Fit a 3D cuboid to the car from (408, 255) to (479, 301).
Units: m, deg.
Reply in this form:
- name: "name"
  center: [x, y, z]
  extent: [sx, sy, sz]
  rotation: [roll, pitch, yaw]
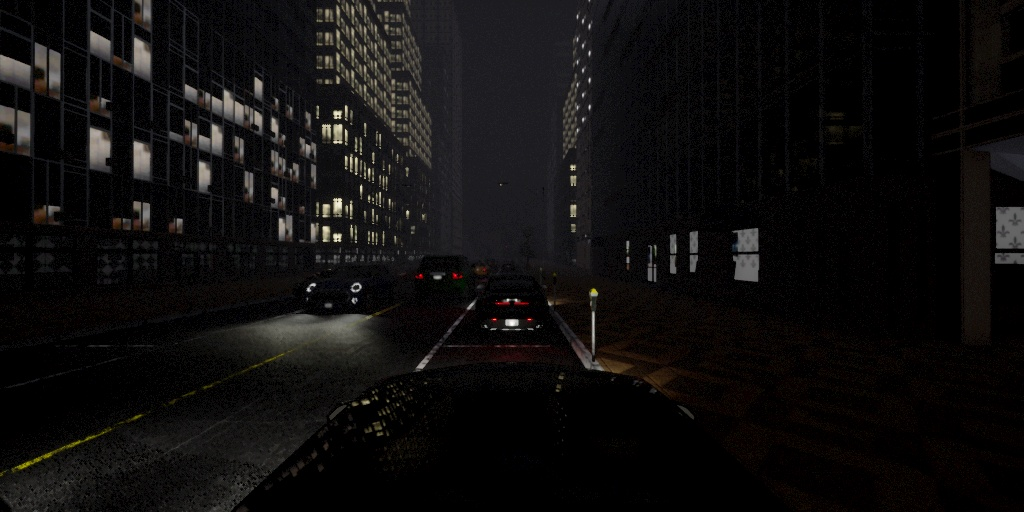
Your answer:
- name: "car"
  center: [-3.045, 0.969, 17.337]
  extent: [2.150, 2.045, 5.566]
  rotation: [0, 0, 0]

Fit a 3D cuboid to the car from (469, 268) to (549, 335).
- name: "car"
  center: [0.000, 1.253, 10.499]
  extent: [1.837, 1.490, 4.892]
  rotation: [0, 0, 0]

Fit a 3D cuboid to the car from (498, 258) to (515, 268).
- name: "car"
  center: [-0.455, 1.298, 46.099]
  extent: [1.948, 1.339, 4.313]
  rotation: [0, 0, 0]

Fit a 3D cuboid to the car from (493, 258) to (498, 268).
- name: "car"
  center: [-3.046, 1.080, 51.628]
  extent: [2.097, 1.767, 4.553]
  rotation: [0, 0, 0]

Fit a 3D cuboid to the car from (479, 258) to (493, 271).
- name: "car"
  center: [-3.148, 1.196, 34.898]
  extent: [1.801, 1.575, 5.366]
  rotation: [0, 0, 0]

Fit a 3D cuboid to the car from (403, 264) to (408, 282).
- name: "car"
  center: [-8.836, 1.325, 29.033]
  extent: [1.802, 1.307, 4.207]
  rotation: [0, 0, 0]

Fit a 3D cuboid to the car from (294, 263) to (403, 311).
- name: "car"
  center: [-6.246, 1.100, 14.438]
  extent: [2.097, 1.767, 4.553]
  rotation: [0, 0, 0]
